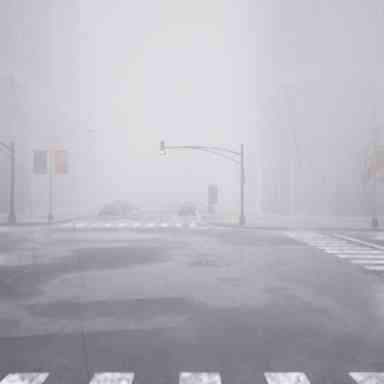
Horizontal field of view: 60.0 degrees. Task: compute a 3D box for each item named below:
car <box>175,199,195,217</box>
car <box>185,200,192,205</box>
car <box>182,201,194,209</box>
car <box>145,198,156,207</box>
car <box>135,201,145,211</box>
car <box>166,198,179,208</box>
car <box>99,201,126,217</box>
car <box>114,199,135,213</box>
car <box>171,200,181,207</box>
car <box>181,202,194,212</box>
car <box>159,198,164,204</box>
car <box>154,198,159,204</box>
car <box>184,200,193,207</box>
[{"bbox_3d":[-0.578,1.891,37.389,1.967,1.590,4.097,0,-1,0],"label":"car"},{"bbox_3d":[-0.884,2.779,91.632,1.887,1.381,4.507,0,-1,0],"label":"car"},{"bbox_3d":[-0.700,2.302,59.085,1.887,1.381,4.507,0,-1,0],"label":"car"},{"bbox_3d":[-9.286,2.494,69.895,1.802,1.307,4.206,0,-1,0],"label":"car"},{"bbox_3d":[-9.193,2.202,53.449,1.752,1.417,4.829,0,-1,0],"label":"car"},{"bbox_3d":[-3.389,2.335,64.153,1.837,1.490,4.892,0,-1,0],"label":"car"},{"bbox_3d":[-9.102,2.016,37.342,1.947,1.339,4.313,0,-1,0],"label":"car"},{"bbox_3d":[-9.134,1.841,42.771,2.192,1.841,5.009,0,-1,0],"label":"car"},{"bbox_3d":[-3.544,2.529,74.236,1.994,1.385,4.181,0,-1,0],"label":"car"},{"bbox_3d":[-0.638,2.185,48.236,1.802,1.307,4.206,0,-1,0],"label":"car"},{"bbox_3d":[-9.408,2.778,91.596,1.887,1.381,4.507,0,-1,0],"label":"car"},{"bbox_3d":[-9.317,2.307,75.324,2.192,1.841,5.009,0,-1,0],"label":"car"},{"bbox_3d":[-0.762,2.442,70.104,1.752,1.417,4.829,0,-1,0],"label":"car"}]
